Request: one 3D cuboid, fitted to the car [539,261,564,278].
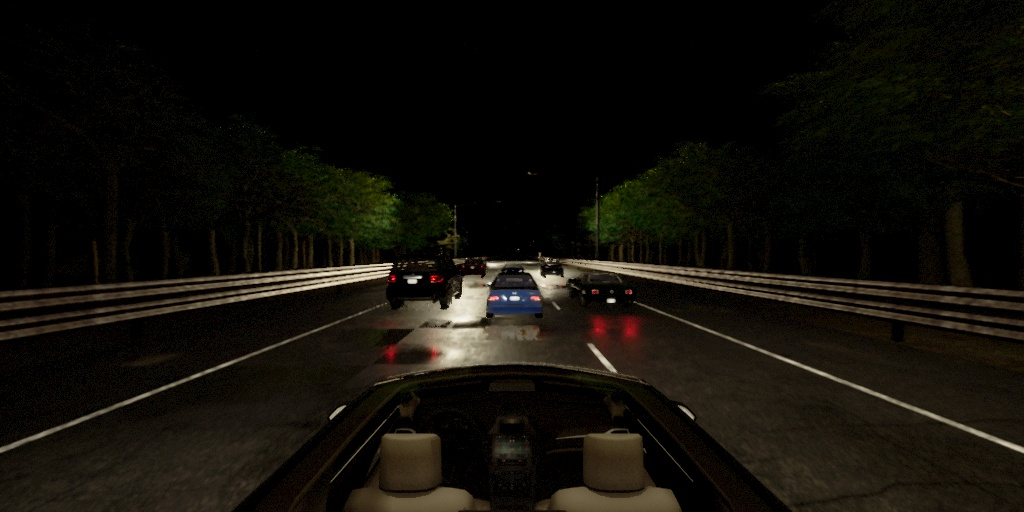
[{"bbox_3d":[3.607,1.164,33.092,2.128,1.511,4.902,0,0,0],"label":"car"}]

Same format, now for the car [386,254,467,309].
[{"bbox_3d":[-3.397,0.952,14.915,2.150,2.045,5.566,0,0,0],"label":"car"}]

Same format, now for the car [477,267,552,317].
[{"bbox_3d":[0.082,1.283,13.013,2.033,1.411,5.357,0,0,0],"label":"car"}]

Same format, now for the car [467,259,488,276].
[{"bbox_3d":[-3.391,1.026,32.853,2.097,1.767,4.553,0,0,0],"label":"car"}]

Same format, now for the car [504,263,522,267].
[{"bbox_3d":[0.108,1.278,31.804,1.895,1.301,4.718,0,0,0],"label":"car"}]

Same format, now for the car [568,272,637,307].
[{"bbox_3d":[3.602,1.330,15.217,1.895,1.301,4.718,0,0,0],"label":"car"}]
